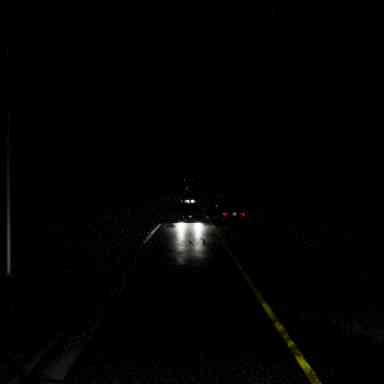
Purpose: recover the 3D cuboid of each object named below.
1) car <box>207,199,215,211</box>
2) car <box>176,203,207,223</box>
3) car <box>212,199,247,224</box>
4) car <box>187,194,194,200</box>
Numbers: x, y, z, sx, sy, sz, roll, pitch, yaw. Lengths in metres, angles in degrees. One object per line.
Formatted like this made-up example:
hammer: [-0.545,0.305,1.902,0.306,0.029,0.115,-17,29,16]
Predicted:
car: [2.833,1.545,40.480,1.994,1.385,4.181,0,0,0]
car: [-0.138,1.551,25.640,1.994,1.385,4.181,0,0,0]
car: [2.902,1.548,25.177,2.033,1.411,5.357,0,0,0]
car: [-0.439,1.319,86.777,2.128,1.511,4.902,0,0,0]
